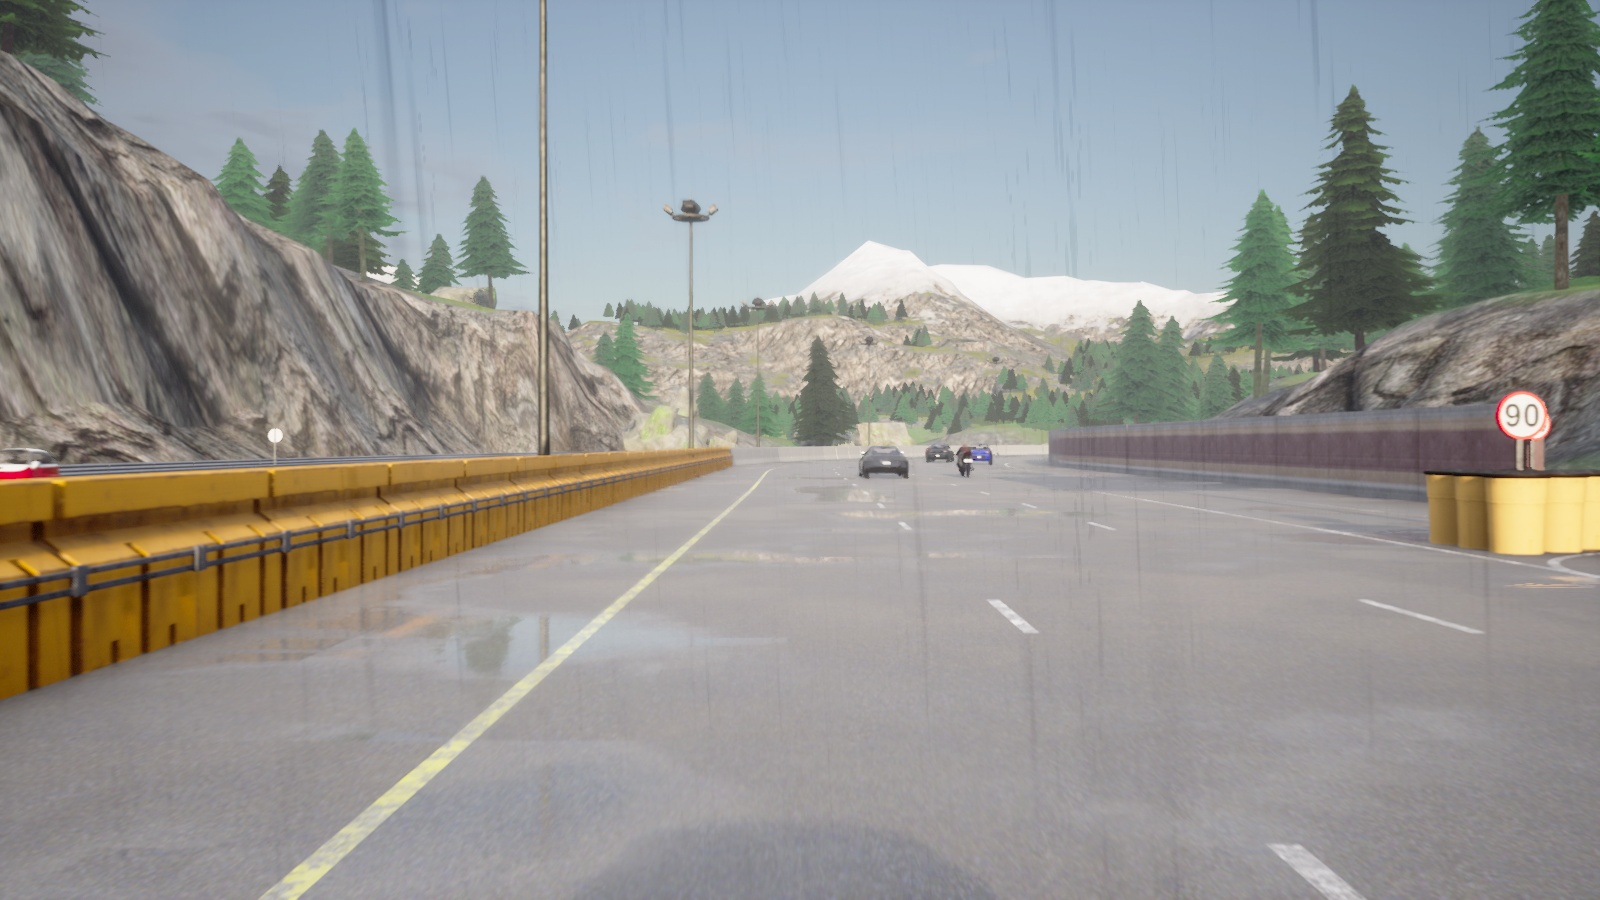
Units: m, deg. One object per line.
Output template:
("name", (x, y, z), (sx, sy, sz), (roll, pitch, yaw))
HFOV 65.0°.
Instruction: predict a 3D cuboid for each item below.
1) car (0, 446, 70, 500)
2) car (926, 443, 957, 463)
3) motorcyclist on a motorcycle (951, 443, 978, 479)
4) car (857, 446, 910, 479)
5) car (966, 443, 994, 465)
("car", (-20.811, 0.596, 33.405), (1.481, 1.376, 2.207), (0, 0, 0))
("car", (10.843, 0.227, 96.171), (1.816, 1.474, 4.193), (0, 0, 14))
("motorcyclist on a motorcycle", (7.111, 0.480, 54.436), (0.866, 1.530, 2.191), (0, 0, 0))
("car", (3.609, 0.505, 54.722), (1.994, 1.385, 4.181), (0, 0, 0))
("car", (12.394, 0.283, 86.342), (1.816, 1.474, 4.193), (0, 0, 10))
